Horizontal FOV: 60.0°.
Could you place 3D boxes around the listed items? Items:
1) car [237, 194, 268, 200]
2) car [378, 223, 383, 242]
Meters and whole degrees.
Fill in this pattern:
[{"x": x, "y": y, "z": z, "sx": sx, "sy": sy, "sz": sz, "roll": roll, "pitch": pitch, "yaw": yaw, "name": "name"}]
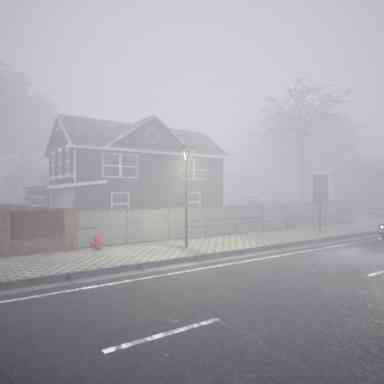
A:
[{"x": 7.804, "y": 1.264, "z": 41.426, "sx": 2.150, "sy": 2.045, "sz": 5.566, "roll": 0, "pitch": 0, "yaw": -35, "name": "car"}, {"x": 10.402, "y": 1.598, "z": 15.064, "sx": 4.718, "sy": 1.301, "sz": 1.895, "roll": 0, "pitch": 0, "yaw": -35, "name": "car"}]
